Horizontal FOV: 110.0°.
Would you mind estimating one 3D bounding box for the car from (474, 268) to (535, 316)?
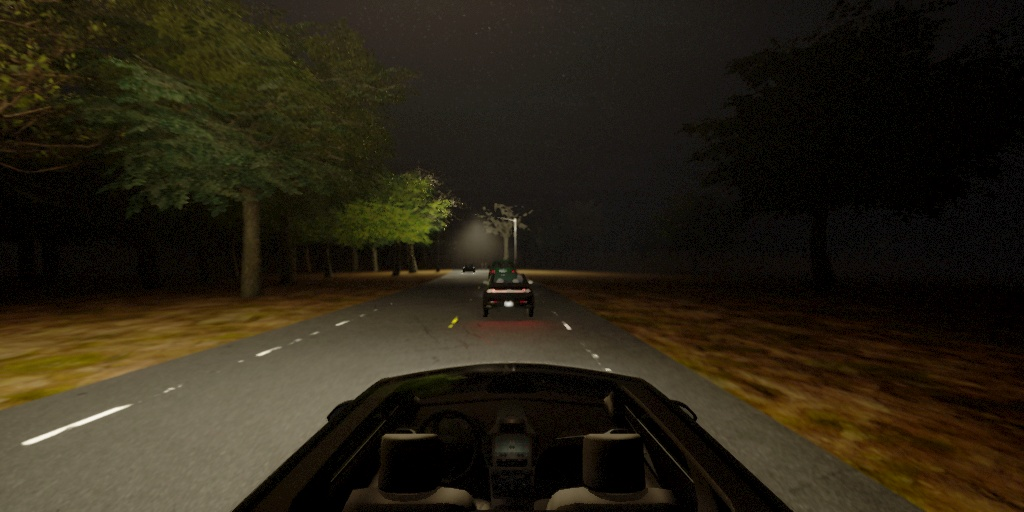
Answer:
[{"bbox_3d":[-0.154,1.394,14.145,2.128,1.511,4.902,0,-1,-1],"label":"car"}]

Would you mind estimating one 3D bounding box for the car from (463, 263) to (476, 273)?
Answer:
[{"bbox_3d":[-7.037,1.894,59.030,2.097,1.767,4.553,0,-1,-6],"label":"car"}]

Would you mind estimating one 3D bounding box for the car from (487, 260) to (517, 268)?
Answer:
[{"bbox_3d":[-0.741,1.310,28.174,2.150,2.045,5.566,0,-1,-3],"label":"car"}]
